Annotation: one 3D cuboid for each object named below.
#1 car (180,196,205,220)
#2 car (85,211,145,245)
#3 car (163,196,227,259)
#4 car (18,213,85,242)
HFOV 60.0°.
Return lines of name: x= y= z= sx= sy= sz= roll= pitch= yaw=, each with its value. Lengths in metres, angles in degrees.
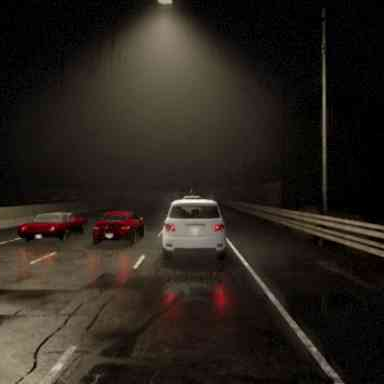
car: x=0.023 y=1.421 z=31.825 sx=2.150 sy=2.045 sz=5.566 roll=0 pitch=0 yaw=0
car: x=-3.412 y=1.639 z=16.006 sx=1.812 sy=1.442 sz=4.674 roll=0 pitch=0 yaw=0
car: x=0.090 y=1.315 z=13.138 sx=2.150 sy=2.045 sz=5.566 roll=0 pitch=0 yaw=0
car: x=-6.916 y=1.723 z=17.201 sx=1.895 sy=1.301 sz=4.718 roll=0 pitch=0 yaw=0
